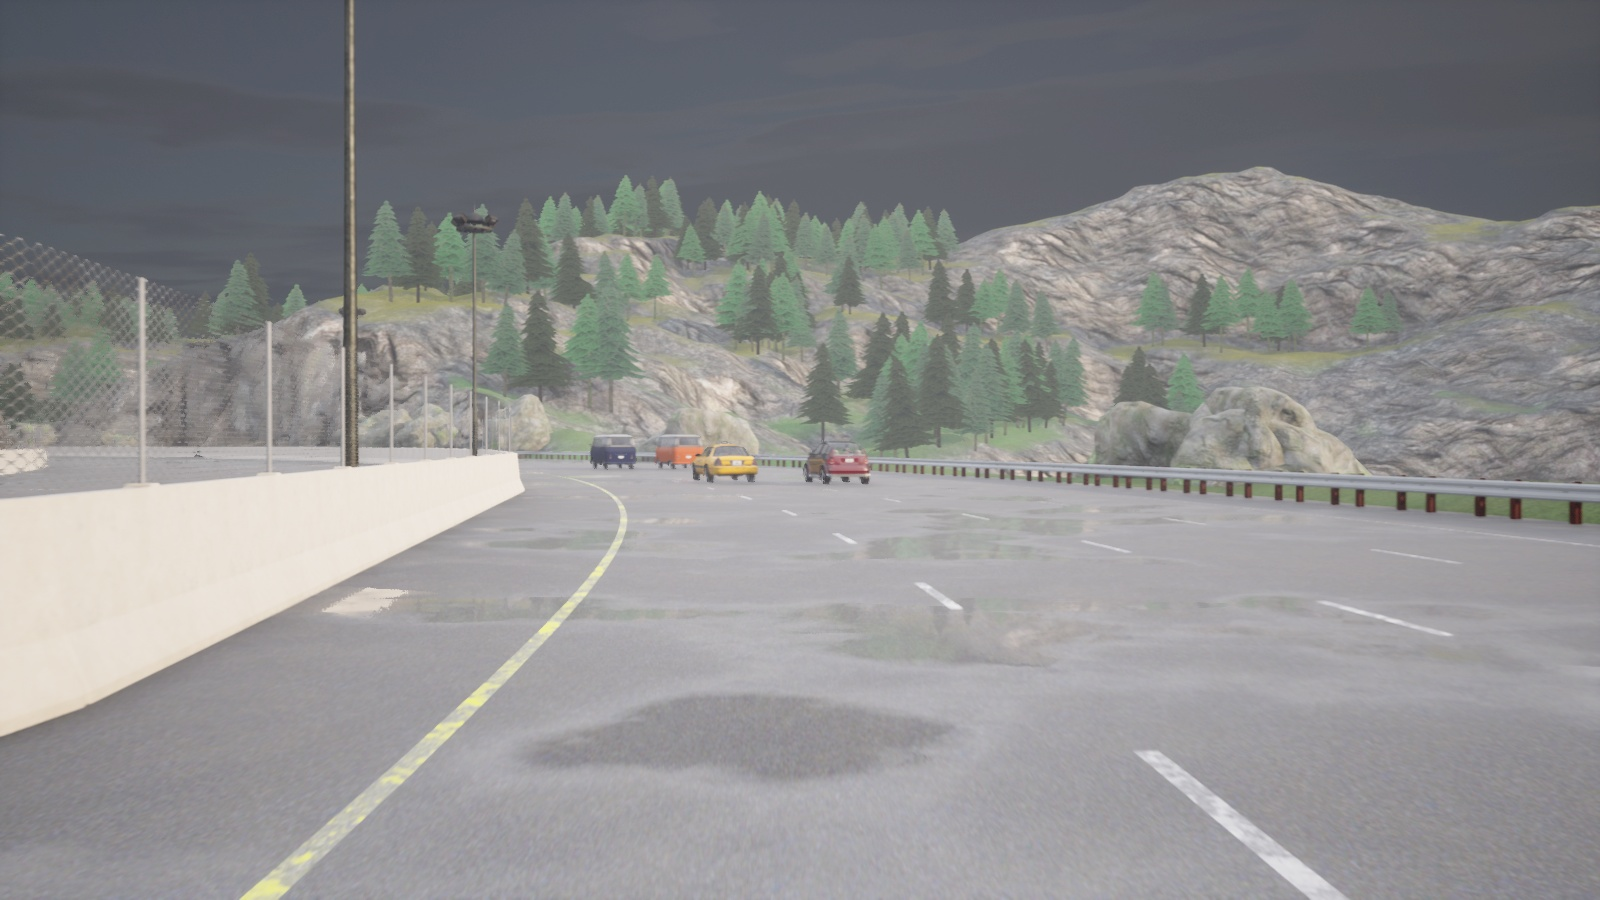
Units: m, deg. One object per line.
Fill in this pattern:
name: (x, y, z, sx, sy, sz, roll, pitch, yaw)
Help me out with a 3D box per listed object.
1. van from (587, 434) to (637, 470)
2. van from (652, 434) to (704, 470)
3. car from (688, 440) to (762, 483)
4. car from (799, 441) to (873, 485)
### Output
van: (-10.705, 0.092, 71.283, 1.775, 1.987, 4.442, 0, 0, -22)
van: (-6.968, 0.093, 71.390, 1.775, 1.987, 4.442, 0, 0, -22)
car: (-2.963, 0.410, 48.497, 1.801, 1.575, 5.366, 0, 0, -15)
car: (1.275, 0.465, 46.101, 1.789, 1.549, 3.705, 0, 0, -14)
